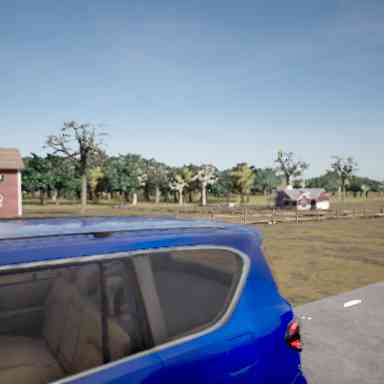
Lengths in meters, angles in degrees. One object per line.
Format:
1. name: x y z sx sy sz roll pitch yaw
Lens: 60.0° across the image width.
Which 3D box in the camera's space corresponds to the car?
1. car: -1.715 1.223 1.839 5.566 2.045 2.150 1 0 -35
